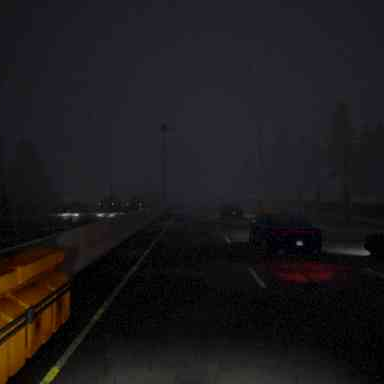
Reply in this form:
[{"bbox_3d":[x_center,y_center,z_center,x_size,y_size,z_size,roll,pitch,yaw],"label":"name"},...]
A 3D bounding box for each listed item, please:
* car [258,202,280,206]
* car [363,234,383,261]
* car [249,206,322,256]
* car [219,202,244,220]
[{"bbox_3d":[7.092,1.682,30.987,1.882,1.535,5.008,0,0,0],"label":"car"},{"bbox_3d":[7.065,1.611,9.519,2.033,1.411,5.357,0,0,0],"label":"car"},{"bbox_3d":[3.577,1.567,13.511,1.882,1.535,5.008,0,0,0],"label":"car"},{"bbox_3d":[3.592,1.682,30.978,1.882,1.535,5.008,0,0,0],"label":"car"}]
